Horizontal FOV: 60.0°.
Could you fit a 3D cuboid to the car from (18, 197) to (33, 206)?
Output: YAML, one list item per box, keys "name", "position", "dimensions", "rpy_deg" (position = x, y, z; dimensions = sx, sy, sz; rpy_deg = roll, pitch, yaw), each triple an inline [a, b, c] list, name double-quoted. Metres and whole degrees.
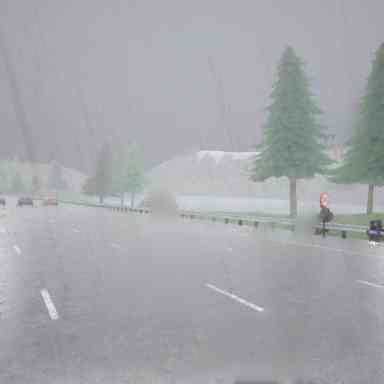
- name: "car"
  position: [-27.542, 1.491, 54.965]
  dimensions: [2.128, 1.511, 4.902]
  rpy_deg: [0, 0, -33]

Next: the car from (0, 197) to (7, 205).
- name: "car"
  position: [-32.451, 1.526, 56.119]
  dimensions: [1.812, 1.442, 4.674]
  rpy_deg: [0, 0, -32]

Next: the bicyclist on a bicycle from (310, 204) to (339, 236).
- name: "bicyclist on a bicycle"
  position: [6.766, 1.419, 16.927]
  dimensions: [1.656, 1.620, 0.582]
  rpy_deg: [4, -3, -12]

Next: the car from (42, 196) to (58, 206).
- name: "car"
  position: [-23.640, 1.478, 55.371]
  dimensions: [1.882, 1.535, 5.008]
  rpy_deg: [0, 0, -33]

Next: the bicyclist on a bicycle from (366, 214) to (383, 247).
- name: "bicyclist on a bicycle"
  position: [7.893, 1.731, 14.335]
  dimensions: [0.582, 1.656, 1.620]
  rpy_deg: [2, 2, 16]
